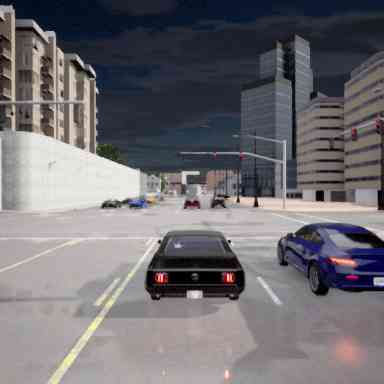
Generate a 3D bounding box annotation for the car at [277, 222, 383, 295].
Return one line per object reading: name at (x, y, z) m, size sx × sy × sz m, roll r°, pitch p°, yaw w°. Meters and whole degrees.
car at (3.563, 1.507, 8.538) m, size 1.812 × 1.442 × 4.674 m, roll 0°, pitch 0°, yaw 0°

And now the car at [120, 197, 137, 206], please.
car at (-10.675, 1.543, 56.435) m, size 1.895 × 1.301 × 4.718 m, roll 0°, pitch 0°, yaw 1°

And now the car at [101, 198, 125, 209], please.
car at (-10.665, 1.524, 44.097) m, size 1.994 × 1.385 × 4.181 m, roll 0°, pitch 0°, yaw 0°

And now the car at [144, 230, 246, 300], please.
car at (0.062, 1.590, 8.311) m, size 1.895 × 1.301 × 4.718 m, roll 0°, pitch 0°, yaw 0°

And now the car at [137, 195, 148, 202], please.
car at (-10.617, 1.419, 71.627) m, size 1.837 × 1.490 × 4.892 m, roll 0°, pitch 0°, yaw 0°

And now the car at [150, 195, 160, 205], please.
car at (-7.173, 1.411, 57.284) m, size 1.882 × 1.535 × 5.008 m, roll 0°, pitch 1°, yaw 0°

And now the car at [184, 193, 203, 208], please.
car at (0.024, 1.287, 45.554) m, size 2.097 × 1.767 × 4.553 m, roll 0°, pitch 0°, yaw 0°

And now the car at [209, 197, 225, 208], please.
car at (3.524, 1.431, 45.897) m, size 1.837 × 1.490 × 4.892 m, roll 0°, pitch 0°, yaw 0°

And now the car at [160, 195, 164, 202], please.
car at (-7.118, 1.434, 72.367) m, size 2.128 × 1.511 × 4.902 m, roll 0°, pitch 0°, yaw 0°

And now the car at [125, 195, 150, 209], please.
car at (-7.165, 1.430, 44.388) m, size 1.882 × 1.535 × 5.008 m, roll 0°, pitch 0°, yaw 0°
